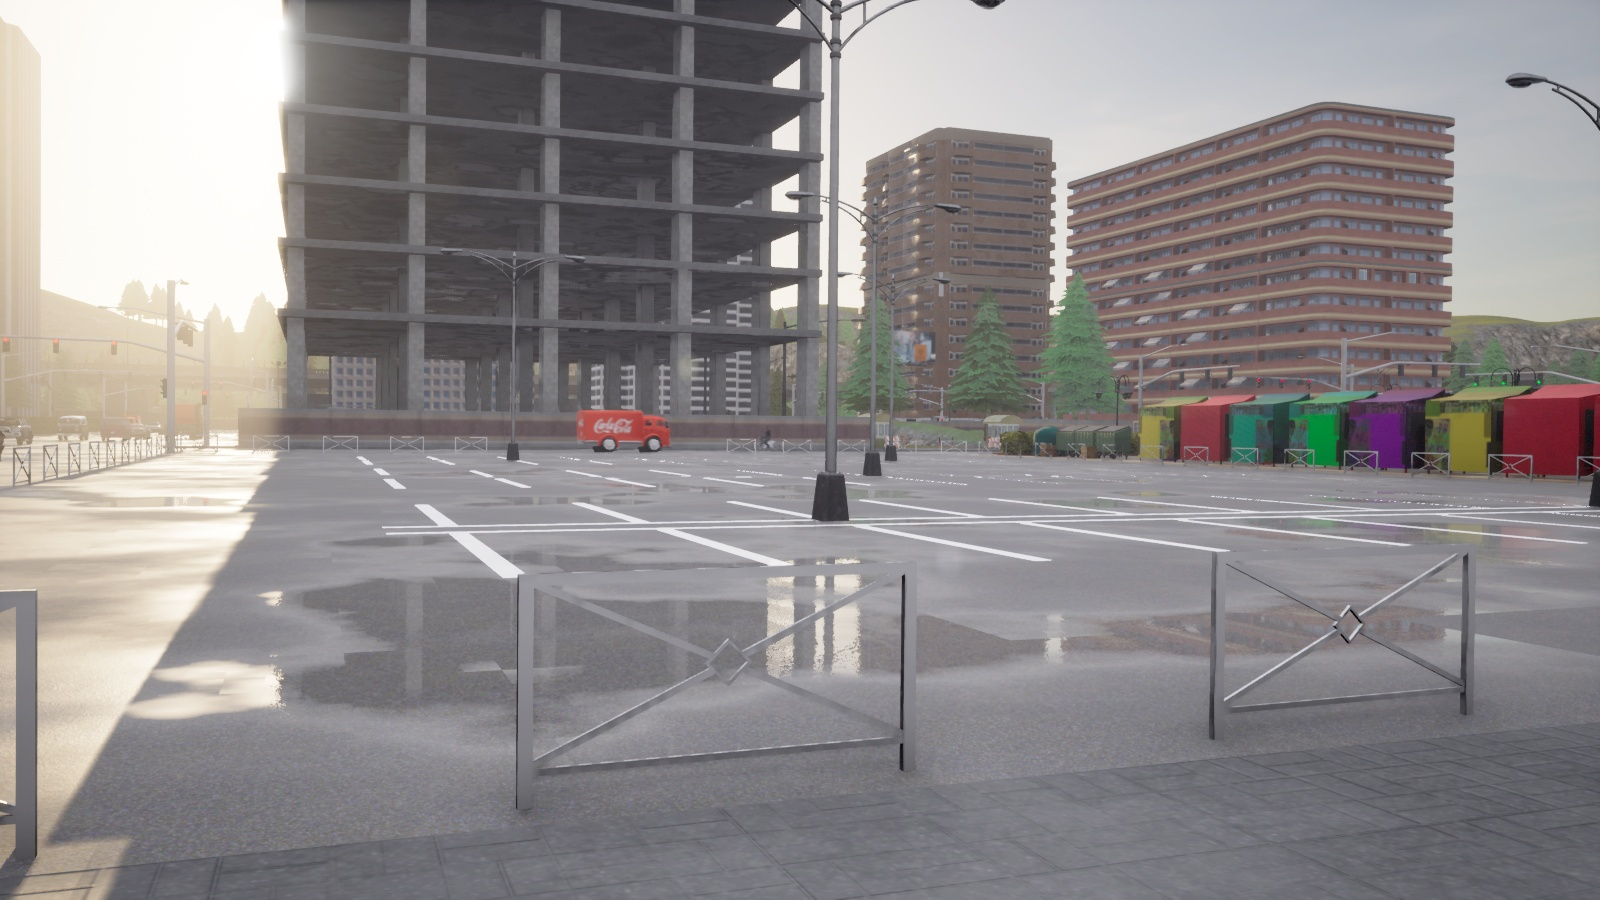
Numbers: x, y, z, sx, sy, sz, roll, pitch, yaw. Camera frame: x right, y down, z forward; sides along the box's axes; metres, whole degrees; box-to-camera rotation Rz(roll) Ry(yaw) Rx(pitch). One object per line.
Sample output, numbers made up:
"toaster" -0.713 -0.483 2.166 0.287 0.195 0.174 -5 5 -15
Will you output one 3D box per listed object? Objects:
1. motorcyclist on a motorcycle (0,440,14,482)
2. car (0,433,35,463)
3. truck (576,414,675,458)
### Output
"motorcyclist on a motorcycle" -30.372 0.392 47.286 0.866 1.530 2.191 -1 1 -21
"car" -51.124 -0.155 81.270 1.932 1.855 4.605 -1 1 -21
"truck" -10.115 -0.820 72.859 5.204 2.467 2.627 -1 1 -21
